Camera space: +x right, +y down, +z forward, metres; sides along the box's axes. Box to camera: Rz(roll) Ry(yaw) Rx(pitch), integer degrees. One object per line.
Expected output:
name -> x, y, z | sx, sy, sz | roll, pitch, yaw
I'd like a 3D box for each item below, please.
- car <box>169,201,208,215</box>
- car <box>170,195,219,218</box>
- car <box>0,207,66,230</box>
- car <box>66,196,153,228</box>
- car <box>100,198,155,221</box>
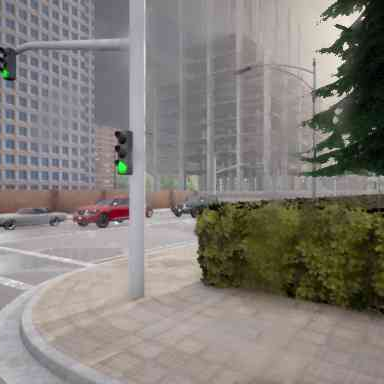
car -> -0.309, 1.656, 36.444 | 1.895, 1.301, 4.718 | 0, 0, 36
car -> 0.528, 1.277, 31.595 | 2.150, 2.045, 5.566 | 0, 0, 36
car -> -10.750, 1.656, 21.801 | 1.895, 1.301, 4.718 | 0, 0, 35
car -> -5.508, 1.277, 23.168 | 2.150, 2.045, 5.566 | 0, 0, 33
car -> -5.536, 1.407, 29.130 | 2.097, 1.767, 4.553 | 0, 0, 35
